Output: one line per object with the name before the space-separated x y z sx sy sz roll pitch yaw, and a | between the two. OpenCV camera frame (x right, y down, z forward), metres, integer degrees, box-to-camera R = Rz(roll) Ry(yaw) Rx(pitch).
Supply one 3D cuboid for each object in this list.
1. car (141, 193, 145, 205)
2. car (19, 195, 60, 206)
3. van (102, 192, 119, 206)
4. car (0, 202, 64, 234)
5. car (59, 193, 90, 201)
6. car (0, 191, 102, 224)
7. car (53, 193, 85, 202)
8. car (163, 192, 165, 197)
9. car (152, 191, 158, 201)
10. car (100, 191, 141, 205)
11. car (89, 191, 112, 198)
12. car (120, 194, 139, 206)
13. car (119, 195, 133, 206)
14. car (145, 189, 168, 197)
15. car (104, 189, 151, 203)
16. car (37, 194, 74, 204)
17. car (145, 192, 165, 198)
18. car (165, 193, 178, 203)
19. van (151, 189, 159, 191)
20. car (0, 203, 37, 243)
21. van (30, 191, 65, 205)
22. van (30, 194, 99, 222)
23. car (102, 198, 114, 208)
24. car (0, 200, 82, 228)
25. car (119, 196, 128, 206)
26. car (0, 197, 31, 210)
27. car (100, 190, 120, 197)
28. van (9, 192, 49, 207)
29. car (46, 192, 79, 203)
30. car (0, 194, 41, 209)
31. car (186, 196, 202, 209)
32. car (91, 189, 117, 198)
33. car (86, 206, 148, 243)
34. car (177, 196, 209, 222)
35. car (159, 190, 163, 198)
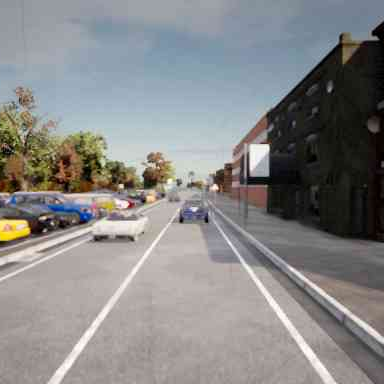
car | -9.158 1.253 44.625 4.674 1.452 2.002 0 1 0
car | -21.713 1.169 47.466 4.892 1.521 2.231 0 1 0
van | -9.360 1.189 30.357 4.442 1.987 1.878 0 0 0
car | -9.325 1.401 16.349 5.008 1.535 2.097 0 0 0
car | -21.624 0.938 61.457 5.008 1.535 2.097 0 1 0
car | -9.267 1.157 22.000 5.566 2.045 2.435 0 0 0
car | -21.631 0.985 58.634 5.008 1.535 2.097 0 1 0
car | -8.977 0.790 72.878 4.674 1.452 2.002 0 1 0
car | -8.899 1.025 55.924 5.366 1.575 1.946 0 1 0
car | -9.204 1.134 41.797 4.553 1.767 2.185 0 1 0
car | -21.524 0.657 78.521 4.892 1.521 2.231 0 1 0
car | -9.185 1.306 38.974 5.008 1.535 2.097 0 1 0
car | -9.205 1.392 36.149 4.674 1.452 2.002 0 1 0
car | -8.882 0.303 84.174 5.566 2.045 2.435 0 1 0
car | -9.166 0.916 47.446 5.566 2.045 2.435 0 1 0
car | -21.677 1.077 52.988 5.008 1.535 2.097 0 1 0
car | -8.925 0.645 81.355 4.674 1.452 2.002 0 1 0
car | -3.003 1.115 57.453 1.994 1.385 4.181 0 1 1
van | -9.149 0.663 64.398 4.442 1.987 1.878 0 1 0
car | -9.533 1.395 13.523 5.366 1.575 1.946 0 0 0
van | -21.804 0.896 50.288 4.442 1.987 1.878 0 1 0
van | -9.394 1.186 24.826 4.442 1.987 1.878 0 0 0
car | -9.263 1.455 27.650 4.674 1.452 2.002 0 0 0
car | -9.318 1.404 19.174 5.008 1.535 2.097 0 0 0
car | -9.228 1.434 33.315 4.674 1.452 2.002 0 1 0
car | -21.793 1.336 38.999 4.792 1.488 2.163 0 1 0
car | -21.403 0.372 86.997 4.553 1.767 2.185 0 0 0
van | -21.843 0.988 44.639 4.442 1.987 1.878 0 1 0
car | -21.685 0.905 55.809 4.553 1.767 2.185 0 1 0
car | -21.713 1.137 41.693 4.553 1.767 2.185 0 1 0
car | 0.265 1.269 42.995 1.837 1.490 4.892 0 1 0
car | -21.474 0.357 81.216 5.566 2.045 2.435 0 1 0
car | -3.331 1.567 16.109 1.895 1.301 4.718 0 0 0
car | 0.154 1.282 25.519 2.097 1.767 4.553 0 0 0
car | -9.000 0.836 70.053 4.674 1.452 2.002 0 1 0
